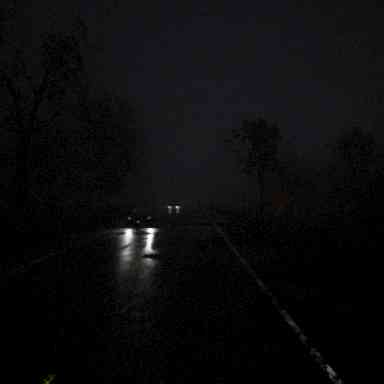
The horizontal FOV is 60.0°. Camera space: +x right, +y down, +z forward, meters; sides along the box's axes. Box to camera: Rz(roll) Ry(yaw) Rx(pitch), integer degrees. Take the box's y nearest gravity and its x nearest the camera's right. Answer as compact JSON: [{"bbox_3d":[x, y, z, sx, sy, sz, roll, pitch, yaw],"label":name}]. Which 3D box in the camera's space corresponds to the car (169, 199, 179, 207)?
[{"bbox_3d":[-3.527,2.102,66.712,1.837,1.490,4.892,0,-1,0],"label":"car"}]

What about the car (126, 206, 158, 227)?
[{"bbox_3d":[-3.601,1.750,24.647,1.812,1.442,4.674,0,-1,0],"label":"car"}]

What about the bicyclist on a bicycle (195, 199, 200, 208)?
[{"bbox_3d":[0.952,1.992,57.947,0.866,1.612,1.509,0,-1,0],"label":"bicyclist on a bicycle"}]

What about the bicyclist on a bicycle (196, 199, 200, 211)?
[{"bbox_3d":[0.945,1.908,48.052,0.582,1.620,1.656,0,-1,0],"label":"bicyclist on a bicycle"}]

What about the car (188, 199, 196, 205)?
[{"bbox_3d":[-0.027,2.344,81.711,2.033,1.411,5.357,0,-1,0],"label":"car"}]
